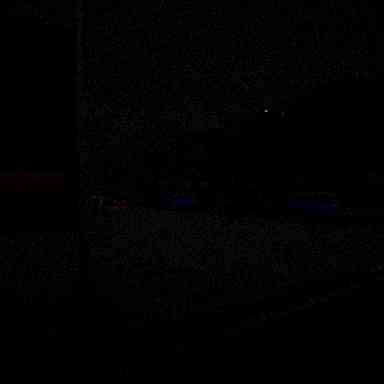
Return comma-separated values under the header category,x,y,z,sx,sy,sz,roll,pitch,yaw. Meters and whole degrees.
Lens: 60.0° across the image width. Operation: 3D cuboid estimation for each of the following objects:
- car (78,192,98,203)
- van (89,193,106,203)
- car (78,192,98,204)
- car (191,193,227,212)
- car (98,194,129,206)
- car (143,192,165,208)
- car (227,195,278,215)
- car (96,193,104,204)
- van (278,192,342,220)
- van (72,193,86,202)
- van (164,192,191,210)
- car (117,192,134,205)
category,x,y,z,sx,sy,sz,roll,pitch,yaw
car,-19.982,1.044,63.724,2.192,1.841,5.009,-2,1,-35
van,-16.824,1.053,59.252,1.690,1.788,3.998,-2,1,-35
car,-17.066,0.979,55.023,2.150,2.045,5.566,-1,1,-35
car,2.126,1.051,32.415,1.967,1.590,4.097,-2,1,-35
car,-11.055,1.325,46.609,1.895,1.301,4.718,-1,1,-35
car,-4.193,0.959,41.357,2.192,1.841,5.009,-2,1,-35
car,5.284,1.036,27.942,1.967,1.590,4.097,-2,1,-35
car,-13.661,1.246,54.781,2.008,1.369,4.403,-2,1,-35
van,8.440,0.922,23.468,1.690,1.788,3.998,-2,1,-35
van,-23.140,1.087,68.198,1.690,1.788,3.998,-2,1,-35
van,-1.034,0.968,36.887,1.690,1.788,3.998,-2,1,-35
car,-10.509,0.993,50.306,2.192,1.841,5.009,-2,1,-35
